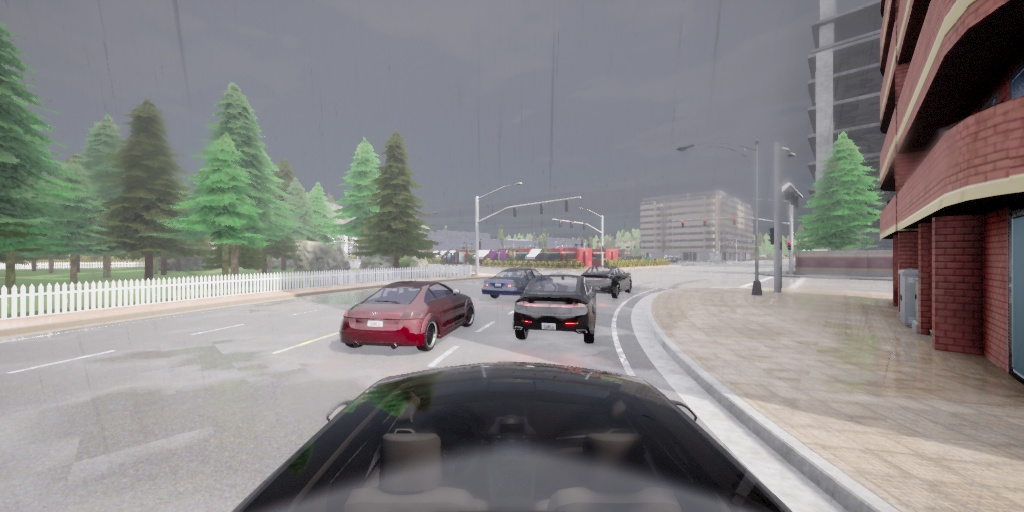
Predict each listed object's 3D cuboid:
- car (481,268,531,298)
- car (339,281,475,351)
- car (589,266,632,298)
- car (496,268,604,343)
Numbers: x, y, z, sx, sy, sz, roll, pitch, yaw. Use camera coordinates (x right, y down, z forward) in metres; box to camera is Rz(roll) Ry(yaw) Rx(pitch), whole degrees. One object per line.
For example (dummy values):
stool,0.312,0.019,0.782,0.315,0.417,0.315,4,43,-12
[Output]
car,0.463,1.297,17.823,2.033,1.411,5.357,0,0,25
car,-2.365,1.314,9.105,1.994,1.385,4.181,0,0,10
car,4.836,1.236,18.338,2.128,1.511,4.902,1,1,29
car,1.344,1.242,9.777,2.128,1.511,4.902,0,0,14
